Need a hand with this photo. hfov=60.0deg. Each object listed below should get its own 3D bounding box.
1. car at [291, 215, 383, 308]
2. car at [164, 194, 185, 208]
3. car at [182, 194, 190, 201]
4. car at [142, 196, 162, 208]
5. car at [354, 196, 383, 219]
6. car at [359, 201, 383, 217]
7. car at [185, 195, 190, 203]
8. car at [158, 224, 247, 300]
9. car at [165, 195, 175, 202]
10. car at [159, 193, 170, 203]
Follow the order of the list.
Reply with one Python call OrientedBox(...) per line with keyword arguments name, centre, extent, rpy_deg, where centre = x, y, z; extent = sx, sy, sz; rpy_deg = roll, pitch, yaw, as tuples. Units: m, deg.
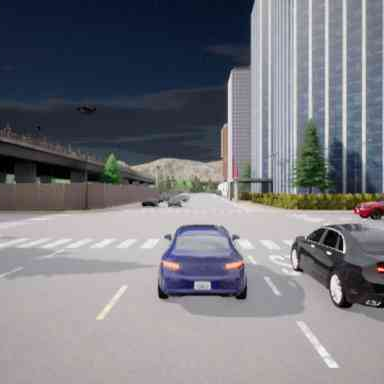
OrientedBox(name="car", centre=(3.744, 1.498, 7.838), extent=(1.837, 1.490, 4.892), rpy_deg=(0, 0, 2))
OrientedBox(name="car", centre=(-2.432, 1.466, 47.645), extent=(1.837, 1.490, 4.892), rpy_deg=(0, 0, 2))
OrientedBox(name="car", centre=(-1.491, 1.397, 81.827), extent=(1.882, 1.535, 5.008), rpy_deg=(0, 0, 1))
OrientedBox(name="car", centre=(-5.939, 1.562, 47.484), extent=(1.895, 1.301, 4.718), rpy_deg=(0, 0, 2))
OrientedBox(name="car", centre=(16.564, 1.254, 27.606), extent=(5.566, 2.045, 2.150), rpy_deg=(0, 0, 2))
OrientedBox(name="car", centre=(18.431, 1.555, 31.048), extent=(4.674, 1.442, 1.812), rpy_deg=(0, 0, 2))
OrientedBox(name="car", centre=(-1.891, 1.452, 66.805), extent=(1.837, 1.490, 4.892), rpy_deg=(0, -1, 2))
OrientedBox(name="car", centre=(0.247, 1.519, 8.284), extent=(1.812, 1.442, 4.674), rpy_deg=(0, 0, 1))
OrientedBox(name="car", centre=(-5.094, 1.489, 77.749), extent=(1.994, 1.385, 4.181), rpy_deg=(0, 0, 1))
OrientedBox(name="car", centre=(-5.364, 1.168, 67.289), extent=(2.150, 2.045, 5.566), rpy_deg=(0, 0, 2))
